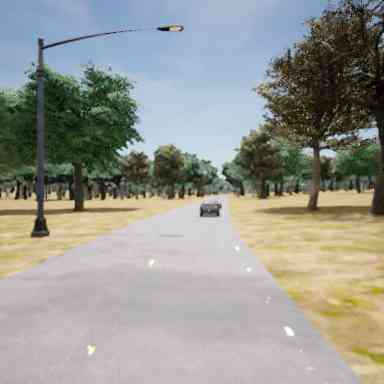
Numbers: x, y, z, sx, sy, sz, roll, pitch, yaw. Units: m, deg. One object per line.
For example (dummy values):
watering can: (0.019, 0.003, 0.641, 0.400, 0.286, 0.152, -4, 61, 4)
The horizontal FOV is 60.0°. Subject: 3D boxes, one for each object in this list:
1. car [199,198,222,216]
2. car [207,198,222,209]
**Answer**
car: (1.759, 1.472, 32.221, 2.128, 1.511, 4.902, 0, 0, 5)
car: (3.201, 1.556, 46.598, 1.895, 1.301, 4.718, 0, 0, 6)
